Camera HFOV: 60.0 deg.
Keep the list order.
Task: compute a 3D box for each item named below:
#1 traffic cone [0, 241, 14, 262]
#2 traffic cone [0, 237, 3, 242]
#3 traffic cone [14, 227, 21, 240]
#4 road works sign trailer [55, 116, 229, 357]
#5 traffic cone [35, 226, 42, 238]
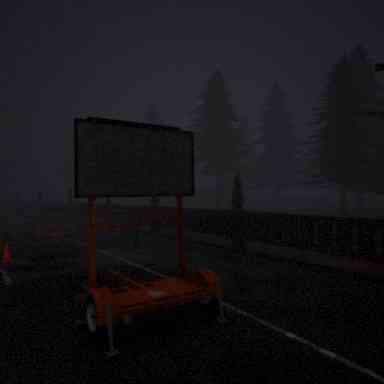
[{"bbox_3d":[-6.255,2.045,11.279,0.340,0.580,0.340,0,0,-34],"label":"traffic cone"},{"bbox_3d":[-7.387,2.061,12.928,0.340,0.580,0.340,0,0,-34],"label":"traffic cone"},{"bbox_3d":[-8.827,2.086,16.791,0.340,0.580,0.340,0,0,-34],"label":"traffic cone"},{"bbox_3d":[-1.080,0.491,6.355,2.380,3.560,2.880,0,0,-34],"label":"road works sign trailer"},{"bbox_3d":[-8.002,2.079,17.357,0.340,0.580,0.340,0,0,-34],"label":"traffic cone"}]
